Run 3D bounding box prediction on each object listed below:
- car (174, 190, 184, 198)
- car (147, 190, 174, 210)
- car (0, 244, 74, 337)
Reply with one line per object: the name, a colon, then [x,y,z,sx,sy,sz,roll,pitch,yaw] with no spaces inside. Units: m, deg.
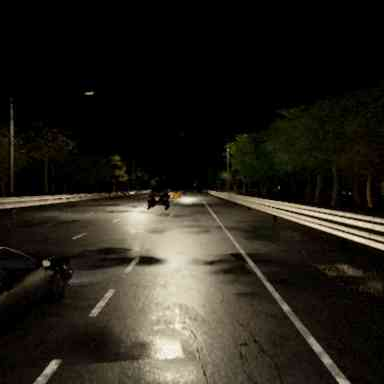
car: [-3.258,0.568,72.675,1.882,1.535,5.008,0,1,0]
car: [-3.432,0.775,35.504,2.150,2.045,5.566,0,1,0]
car: [-3.499,1.483,4.834,2.033,1.411,5.357,0,1,0]
